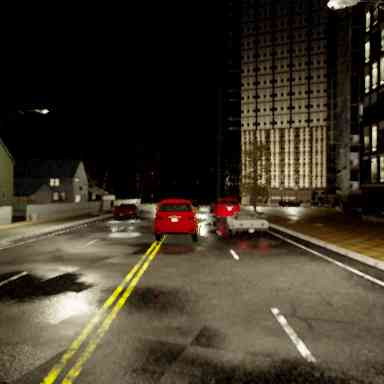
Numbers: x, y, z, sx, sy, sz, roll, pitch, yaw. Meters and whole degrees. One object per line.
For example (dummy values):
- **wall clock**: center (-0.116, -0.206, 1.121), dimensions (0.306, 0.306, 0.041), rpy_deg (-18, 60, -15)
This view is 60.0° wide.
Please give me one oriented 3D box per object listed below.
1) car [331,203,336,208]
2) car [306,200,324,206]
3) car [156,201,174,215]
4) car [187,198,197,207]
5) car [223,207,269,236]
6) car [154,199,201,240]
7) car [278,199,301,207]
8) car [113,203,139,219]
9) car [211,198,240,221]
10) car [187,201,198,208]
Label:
- **car**: center (33.663, 2.929, 74.765), dimensions (4.507, 1.381, 1.887), rpy_deg (0, 1, 20)
- **car**: center (31.051, 2.811, 84.115), dimensions (4.403, 1.369, 2.008), rpy_deg (0, 1, 20)
- **car**: center (-3.345, 2.000, 42.162), dimensions (1.882, 1.535, 5.008), rpy_deg (0, -1, 0)
- **car**: center (0.006, 2.316, 74.816), dimensions (2.097, 1.767, 4.553), rpy_deg (0, -1, 0)
- **car**: center (3.252, 1.847, 20.335), dimensions (1.895, 1.301, 4.718), rpy_deg (0, -1, 0)
- **car**: center (-0.742, 1.446, 18.448), dimensions (2.150, 2.045, 5.566), rpy_deg (0, 0, 2)
- **car**: center (23.017, 2.661, 78.662), dimensions (5.009, 1.841, 2.192), rpy_deg (0, 1, 20)
- **car**: center (-6.597, 1.889, 33.545), dimensions (1.882, 1.535, 5.008), rpy_deg (0, -1, 0)
- **car**: center (3.251, 1.605, 31.343), dimensions (2.150, 2.045, 5.566), rpy_deg (0, -1, 0)
- **car**: center (0.084, 2.367, 63.337), dimensions (1.994, 1.385, 4.181), rpy_deg (0, -1, 0)
